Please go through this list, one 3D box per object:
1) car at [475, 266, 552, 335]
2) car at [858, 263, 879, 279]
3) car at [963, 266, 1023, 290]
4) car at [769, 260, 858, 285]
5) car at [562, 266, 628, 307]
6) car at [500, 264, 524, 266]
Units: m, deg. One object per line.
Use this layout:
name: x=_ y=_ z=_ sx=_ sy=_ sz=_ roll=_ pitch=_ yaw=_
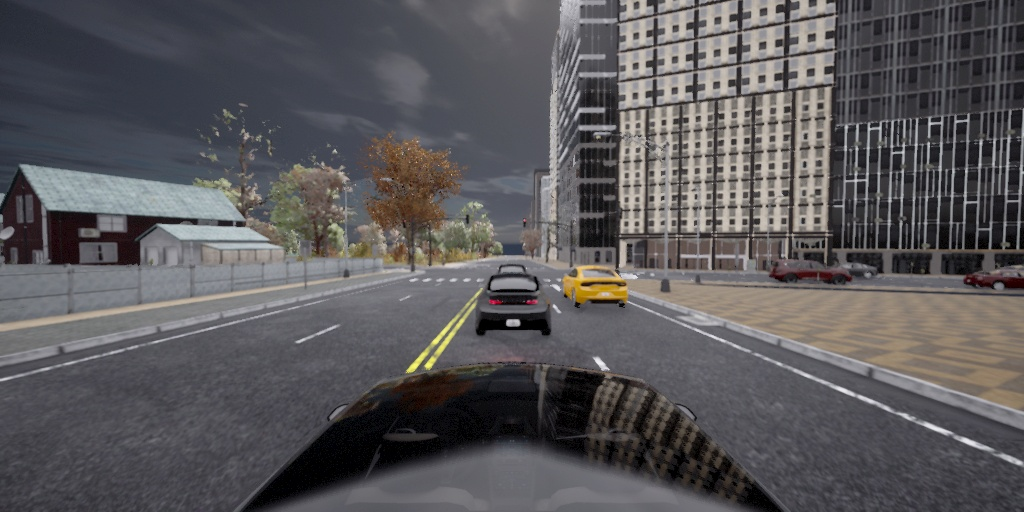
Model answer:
car: x=0.046 y=1.208 z=10.277 sx=1.837 sy=1.490 sz=4.892 roll=0 pitch=0 yaw=0
car: x=31.050 y=1.305 z=33.388 sx=4.403 sy=1.370 sz=2.007 roll=0 pitch=0 yaw=20
car: x=33.662 y=1.600 z=24.043 sx=4.507 sy=1.381 sz=1.888 roll=0 pitch=0 yaw=20
car: x=23.016 y=1.258 z=27.942 sx=5.009 sy=1.841 sz=2.192 roll=0 pitch=0 yaw=20
car: x=3.280 y=1.156 z=14.949 sx=1.882 sy=1.535 sz=5.008 roll=0 pitch=0 yaw=1
car: x=0.002 y=1.162 z=18.944 sx=1.837 sy=1.490 sz=4.892 roll=0 pitch=0 yaw=0
